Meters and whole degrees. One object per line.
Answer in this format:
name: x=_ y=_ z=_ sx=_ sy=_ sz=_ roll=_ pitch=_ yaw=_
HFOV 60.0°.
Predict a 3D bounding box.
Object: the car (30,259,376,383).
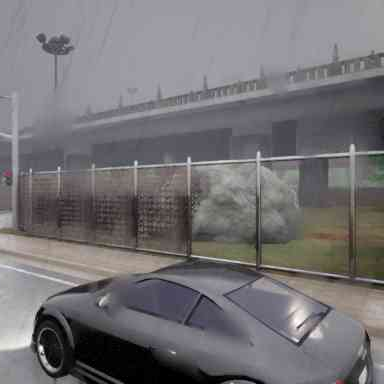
car: x=-0.131 y=1.564 z=4.083 sx=4.181 sy=1.385 sz=1.994 roll=0 pitch=0 yaw=36
